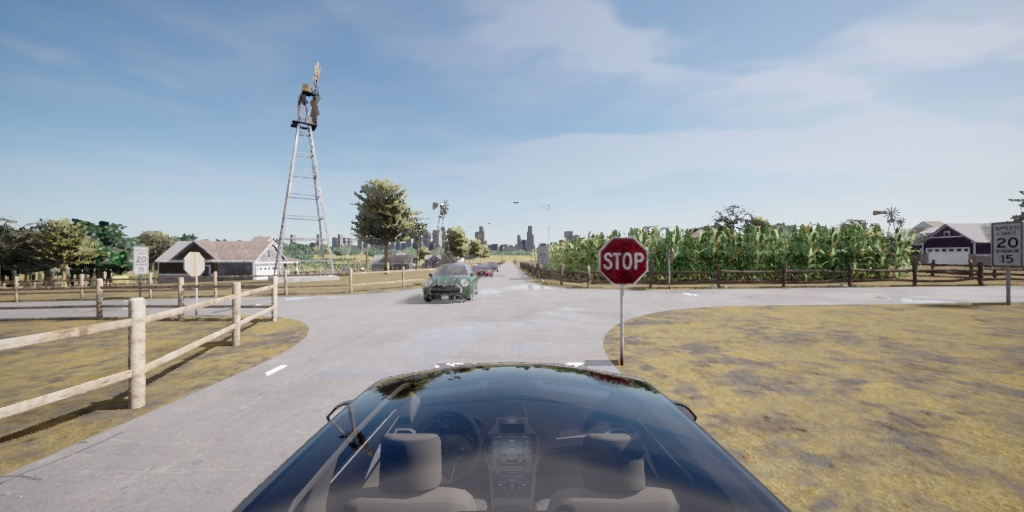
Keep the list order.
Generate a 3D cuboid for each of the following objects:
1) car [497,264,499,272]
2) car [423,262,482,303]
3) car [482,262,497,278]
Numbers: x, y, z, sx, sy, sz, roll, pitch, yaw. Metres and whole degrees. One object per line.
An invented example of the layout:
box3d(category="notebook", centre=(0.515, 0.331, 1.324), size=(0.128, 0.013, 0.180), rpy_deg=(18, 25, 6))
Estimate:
box3d(category="car", centre=(-2.968, 1.601, 53.342), size=(1.837, 1.490, 4.892), rpy_deg=(0, -1, 0))
box3d(category="car", centre=(-2.830, 1.168, 17.339), size=(2.097, 1.767, 4.553), rpy_deg=(-1, 0, 0))
box3d(category="car", centre=(-2.893, 1.483, 36.030), size=(1.994, 1.385, 4.181), rpy_deg=(0, -1, 0))
